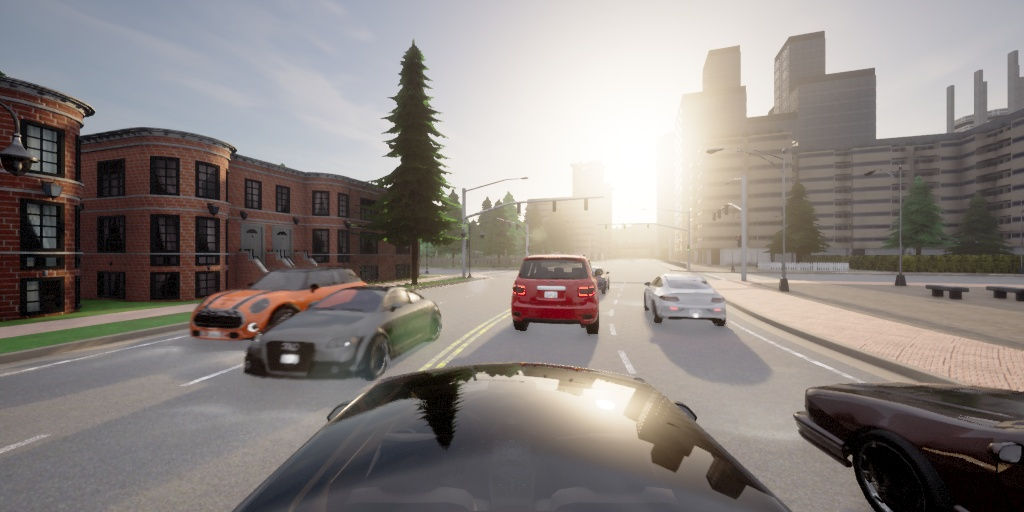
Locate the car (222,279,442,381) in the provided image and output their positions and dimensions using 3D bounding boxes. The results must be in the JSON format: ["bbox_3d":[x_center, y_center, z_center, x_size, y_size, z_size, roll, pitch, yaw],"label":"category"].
[{"bbox_3d":[-2.931,1.314,7.192,1.994,1.385,4.181,0,0,9],"label":"car"}]

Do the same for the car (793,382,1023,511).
[{"bbox_3d":[3.669,1.297,0.972,2.033,1.411,5.357,0,0,0],"label":"car"}]

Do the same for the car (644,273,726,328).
[{"bbox_3d":[5.349,1.276,11.480,1.812,1.442,4.674,0,0,15],"label":"car"}]

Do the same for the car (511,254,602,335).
[{"bbox_3d":[1.491,0.971,10.764,2.150,2.045,5.566,0,0,13],"label":"car"}]

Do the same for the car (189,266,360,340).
[{"bbox_3d":[-5.977,1.102,9.932,2.097,1.767,4.553,0,0,12],"label":"car"}]

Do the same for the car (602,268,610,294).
[{"bbox_3d":[4.529,1.276,20.458,1.812,1.442,4.674,0,0,19],"label":"car"}]
